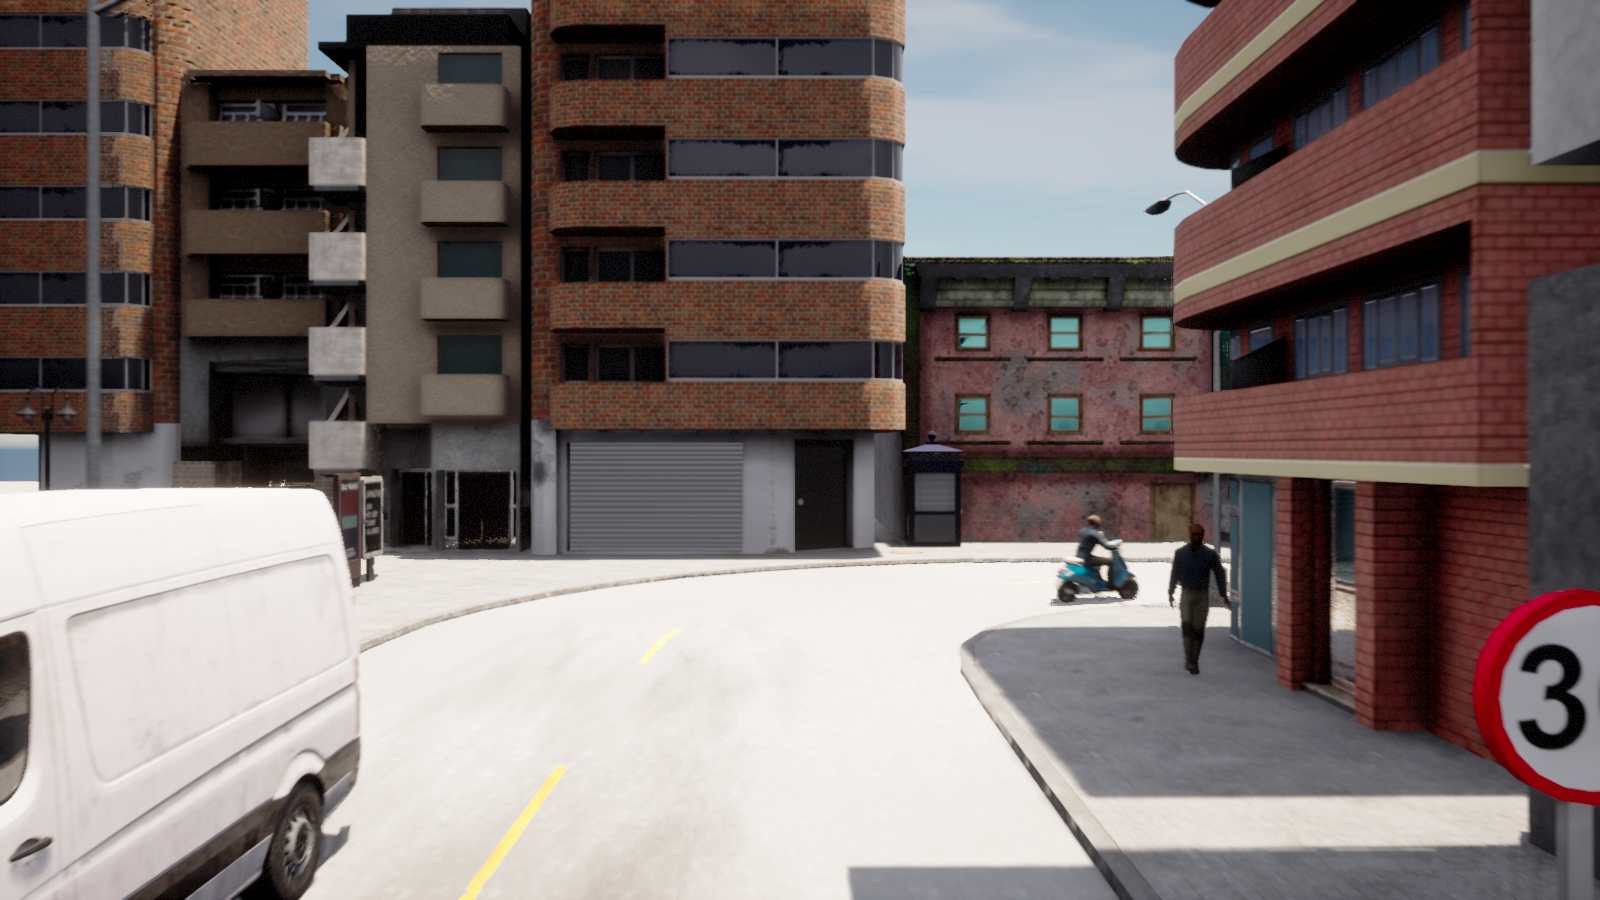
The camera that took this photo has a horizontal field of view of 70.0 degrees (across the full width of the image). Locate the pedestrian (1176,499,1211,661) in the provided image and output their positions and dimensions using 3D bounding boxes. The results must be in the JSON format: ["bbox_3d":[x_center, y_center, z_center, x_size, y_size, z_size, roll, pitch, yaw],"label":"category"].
[{"bbox_3d":[4.650,1.524,13.516,0.375,1.860,0.375,0,0,16],"label":"pedestrian"}]

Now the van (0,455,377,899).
[{"bbox_3d":[-4.070,1.314,5.413,1.988,2.561,5.915,0,0,0],"label":"van"}]
